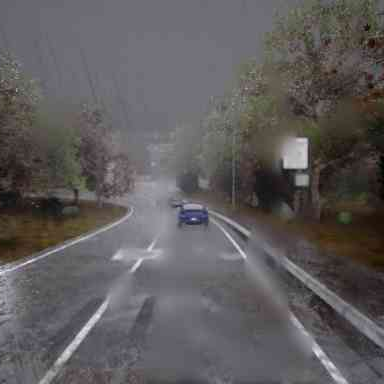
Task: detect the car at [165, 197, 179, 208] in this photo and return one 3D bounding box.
[{"bbox_3d":[-2.240,1.267,42.219,1.994,1.385,4.181,-1,2,-10],"label":"car"}]

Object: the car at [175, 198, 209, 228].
[{"bbox_3d":[0.022,1.434,21.978,1.882,1.535,5.008,0,0,-2],"label":"car"}]
